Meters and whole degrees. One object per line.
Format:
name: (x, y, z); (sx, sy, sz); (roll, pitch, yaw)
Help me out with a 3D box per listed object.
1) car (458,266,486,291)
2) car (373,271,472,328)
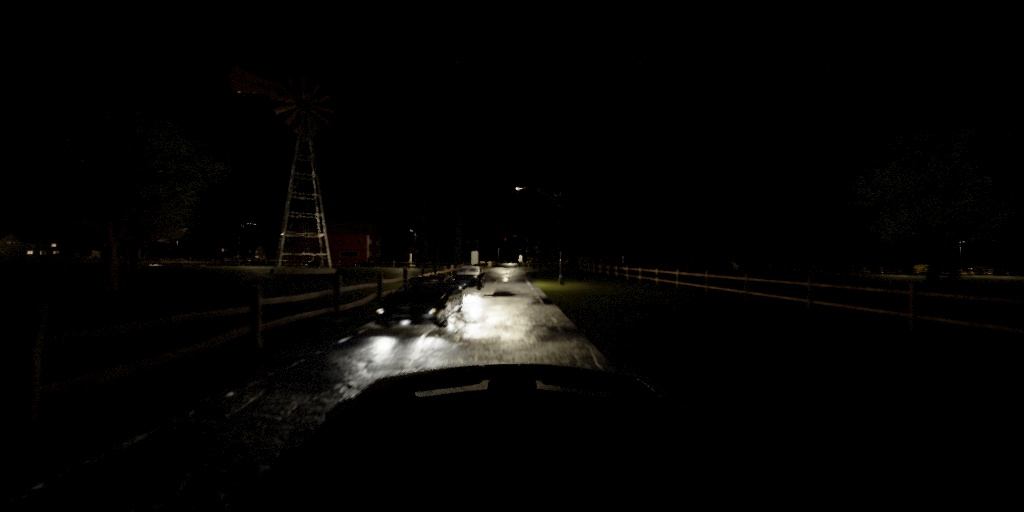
car: (-2.776, 1.438, 23.671); (2.128, 1.511, 4.902); (0, 0, 0)
car: (-2.777, 1.390, 12.032); (2.033, 1.411, 5.357); (0, -1, 1)
